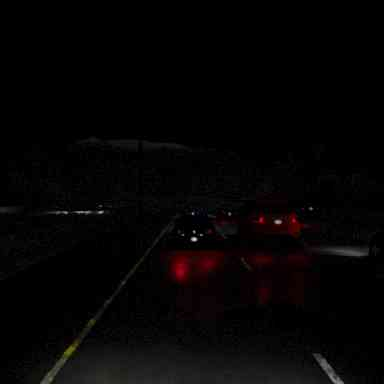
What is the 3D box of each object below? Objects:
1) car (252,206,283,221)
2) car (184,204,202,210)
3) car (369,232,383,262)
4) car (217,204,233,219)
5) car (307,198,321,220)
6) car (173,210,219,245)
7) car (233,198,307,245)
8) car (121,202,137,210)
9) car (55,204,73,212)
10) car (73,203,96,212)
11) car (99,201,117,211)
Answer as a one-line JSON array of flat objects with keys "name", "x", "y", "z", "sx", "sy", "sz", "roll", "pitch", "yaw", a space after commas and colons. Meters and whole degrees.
[{"name": "car", "x": 7.096, "y": 2.010, "z": 31.925, "sx": 1.895, "sy": 1.301, "sz": 4.718, "roll": 0, "pitch": -1, "yaw": 0}, {"name": "car", "x": 0.097, "y": 1.978, "z": 34.117, "sx": 1.812, "sy": 1.442, "sz": 4.674, "roll": 0, "pitch": -1, "yaw": 0}, {"name": "car", "x": 7.095, "y": 1.586, "z": 9.662, "sx": 1.837, "sy": 1.490, "sz": 4.892, "roll": 0, "pitch": -1, "yaw": 0}, {"name": "car", "x": 3.597, "y": 1.978, "z": 34.124, "sx": 1.812, "sy": 1.442, "sz": 4.674, "roll": 0, "pitch": -1, "yaw": 0}, {"name": "car", "x": 10.596, "y": 1.638, "z": 32.299, "sx": 2.150, "sy": 2.045, "sz": 5.566, "roll": 0, "pitch": -1, "yaw": 0}, {"name": "car", "x": 0.098, "y": 1.762, "z": 16.491, "sx": 1.895, "sy": 1.301, "sz": 4.718, "roll": 0, "pitch": -1, "yaw": 0}, {"name": "car", "x": 3.598, "y": 1.383, "z": 16.570, "sx": 2.150, "sy": 2.045, "sz": 5.566, "roll": 0, "pitch": -1, "yaw": 0}, {"name": "car", "x": -10.556, "y": 2.466, "z": 56.092, "sx": 1.882, "sy": 1.535, "sz": 5.008, "roll": 0, "pitch": -2, "yaw": 0}, {"name": "car", "x": -21.042, "y": 2.572, "z": 55.517, "sx": 1.895, "sy": 1.301, "sz": 4.718, "roll": 0, "pitch": -2, "yaw": 1}, {"name": "car", "x": -17.547, "y": 2.524, "z": 55.697, "sx": 2.033, "sy": 1.411, "sz": 5.357, "roll": 0, "pitch": -2, "yaw": 1}, {"name": "car", "x": -14.057, "y": 2.337, "z": 55.983, "sx": 2.097, "sy": 1.767, "sz": 4.553, "roll": 0, "pitch": -2, "yaw": 0}]
